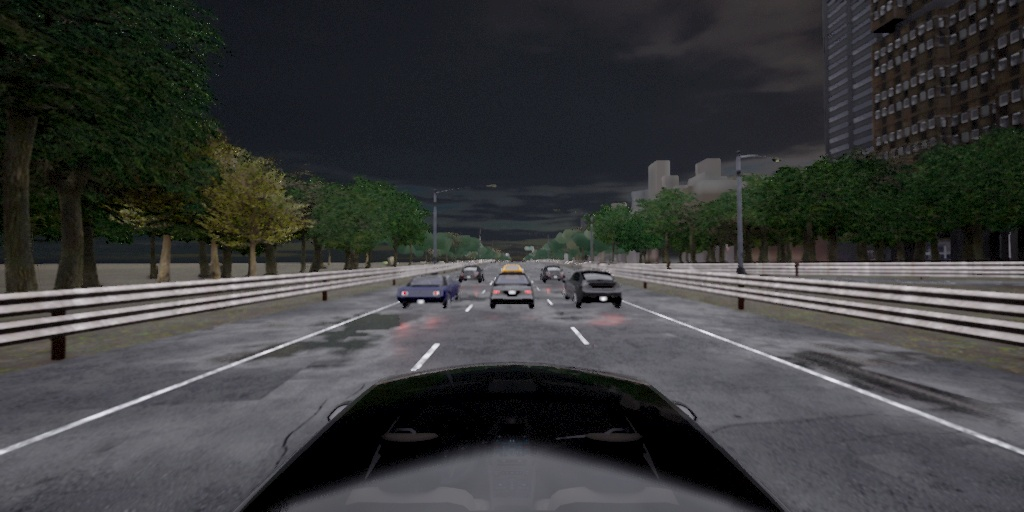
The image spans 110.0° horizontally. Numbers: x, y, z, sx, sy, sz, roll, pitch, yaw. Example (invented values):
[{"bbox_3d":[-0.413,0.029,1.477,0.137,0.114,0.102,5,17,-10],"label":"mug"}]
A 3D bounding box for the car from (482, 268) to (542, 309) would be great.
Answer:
[{"bbox_3d":[0.010,1.430,15.850,2.033,1.411,5.357,0,-1,0],"label":"car"}]

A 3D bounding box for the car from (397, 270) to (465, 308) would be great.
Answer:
[{"bbox_3d":[-3.490,1.485,15.971,1.895,1.301,4.718,0,-1,0],"label":"car"}]

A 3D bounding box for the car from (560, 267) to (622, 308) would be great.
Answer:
[{"bbox_3d":[3.513,1.394,16.163,1.837,1.490,4.892,0,0,0],"label":"car"}]

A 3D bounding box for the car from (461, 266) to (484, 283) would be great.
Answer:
[{"bbox_3d":[-3.476,1.547,31.230,1.812,1.442,4.674,0,0,0],"label":"car"}]

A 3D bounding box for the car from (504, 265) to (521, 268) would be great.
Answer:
[{"bbox_3d":[0.025,1.500,31.335,1.882,1.535,5.008,0,0,0],"label":"car"}]

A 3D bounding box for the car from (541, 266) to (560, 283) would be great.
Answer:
[{"bbox_3d":[3.524,1.548,31.245,1.812,1.442,4.674,0,0,0],"label":"car"}]
